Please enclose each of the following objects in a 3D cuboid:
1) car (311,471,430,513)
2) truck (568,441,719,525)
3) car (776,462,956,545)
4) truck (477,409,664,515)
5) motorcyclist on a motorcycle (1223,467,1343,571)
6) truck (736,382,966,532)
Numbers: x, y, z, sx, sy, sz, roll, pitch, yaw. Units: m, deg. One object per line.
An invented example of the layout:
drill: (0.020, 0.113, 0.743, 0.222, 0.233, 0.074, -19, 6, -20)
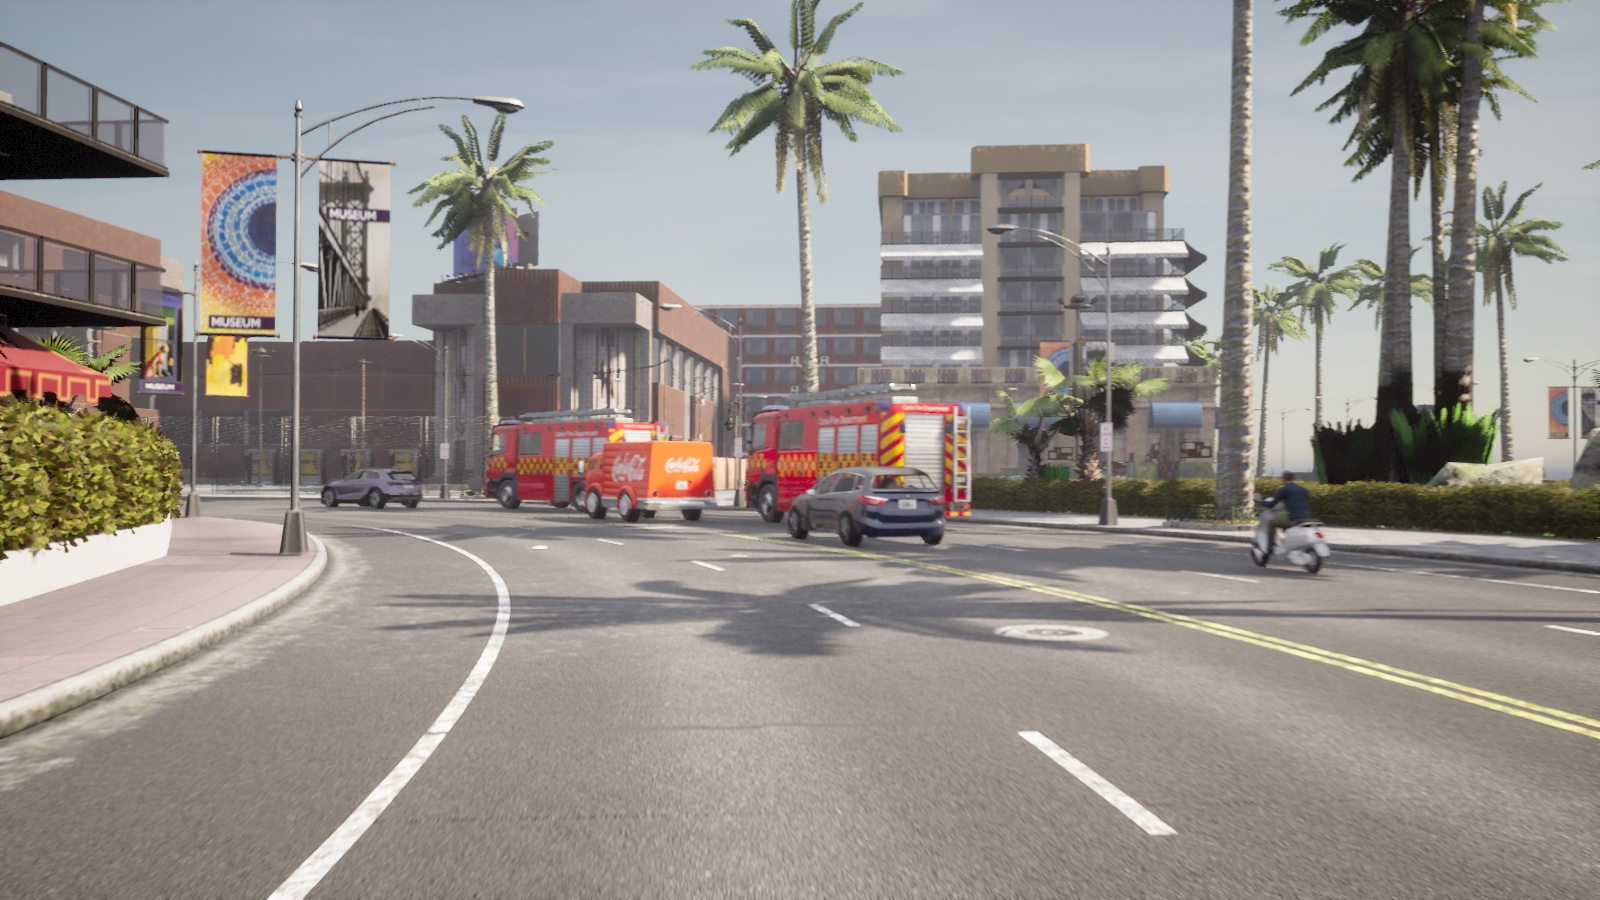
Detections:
car: (-17.574, 1.688, 51.268, 4.856, 1.649, 2.033, -1, -1, 33)
truck: (-5.036, 1.017, 39.678, 2.627, 2.467, 5.204, 1, -1, -34)
car: (1.345, 1.120, 27.918, 2.242, 1.667, 4.611, 0, -1, -22)
truck: (-9.194, 0.523, 49.459, 8.468, 3.827, 2.891, -1, -1, 44)
motorcyclist on a motorcycle: (7.708, 1.068, 20.125, 0.866, 1.590, 1.817, 0, -1, -15)
truck: (1.181, 0.253, 36.352, 2.891, 3.827, 8.468, 0, -1, -27)
